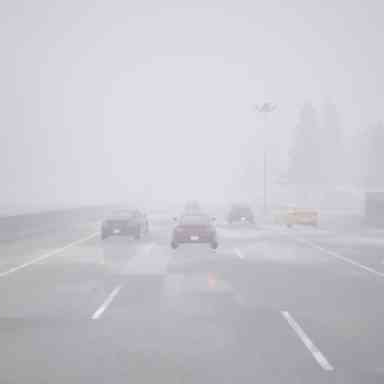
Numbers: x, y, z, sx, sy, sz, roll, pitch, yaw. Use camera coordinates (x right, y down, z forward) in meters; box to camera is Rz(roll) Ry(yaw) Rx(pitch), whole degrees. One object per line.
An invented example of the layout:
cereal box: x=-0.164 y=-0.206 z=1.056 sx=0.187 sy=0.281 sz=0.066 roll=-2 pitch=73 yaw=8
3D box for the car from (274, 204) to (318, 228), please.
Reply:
car: x=7.099 y=1.582 z=23.145 sx=1.882 sy=1.535 sz=5.008 roll=0 pitch=0 yaw=0

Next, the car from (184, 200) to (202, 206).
car: x=0.098 y=1.681 z=38.748 sx=1.837 sy=1.490 sz=4.892 roll=0 pitch=0 yaw=0

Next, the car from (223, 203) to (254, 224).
car: x=3.599 y=1.623 z=25.927 sx=1.837 sy=1.490 sz=4.892 roll=0 pitch=0 yaw=0

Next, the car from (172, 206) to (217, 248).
car: x=0.100 y=1.594 z=15.017 sx=1.812 sy=1.442 sz=4.674 roll=0 pitch=0 yaw=0

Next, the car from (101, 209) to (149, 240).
car: x=-3.400 y=1.604 z=17.328 sx=1.812 sy=1.442 sz=4.674 roll=0 pitch=0 yaw=0
